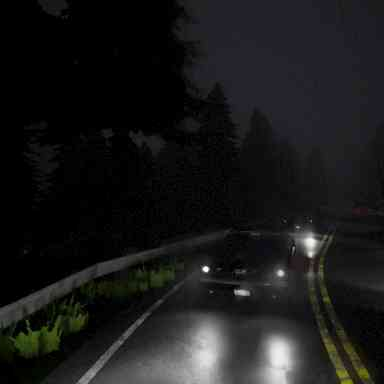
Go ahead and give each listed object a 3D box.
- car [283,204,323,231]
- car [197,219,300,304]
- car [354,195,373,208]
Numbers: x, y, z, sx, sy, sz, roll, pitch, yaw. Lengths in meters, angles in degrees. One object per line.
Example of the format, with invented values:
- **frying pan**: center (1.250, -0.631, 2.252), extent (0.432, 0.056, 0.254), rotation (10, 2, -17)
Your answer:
- **car**: center (6.792, 1.459, 20.127), extent (2.033, 1.411, 5.357), rotation (-2, 0, 26)
- **car**: center (1.633, 1.599, 8.433), extent (1.895, 1.301, 4.718), rotation (-1, 0, 18)
- **car**: center (20.786, 1.057, 40.182), extent (2.128, 1.511, 4.902), rotation (-2, 0, 28)
